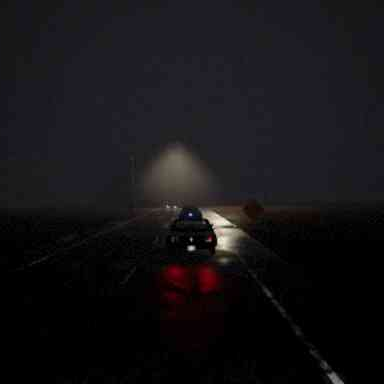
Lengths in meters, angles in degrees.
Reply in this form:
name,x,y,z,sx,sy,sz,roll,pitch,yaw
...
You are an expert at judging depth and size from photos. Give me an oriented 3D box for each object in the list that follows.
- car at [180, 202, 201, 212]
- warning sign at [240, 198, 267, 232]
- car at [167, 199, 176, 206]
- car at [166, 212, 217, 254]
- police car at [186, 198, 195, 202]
name,x,y,z,sx,sy,sz,roll,pitch,yaw
car,-0.121,1.851,29.303,1.994,1.385,4.181,0,-1,0
warning sign,3.499,1.299,18.965,1.300,1.860,1.060,0,-1,0
car,-4.343,2.235,71.577,1.837,1.490,4.892,0,-1,-1
car,-0.021,1.737,14.108,1.895,1.301,4.718,0,-1,0
police car,-0.270,2.360,89.106,1.930,1.638,5.238,0,-1,-2
